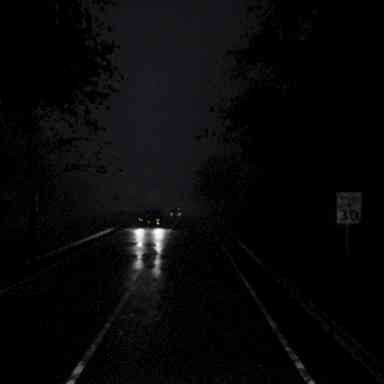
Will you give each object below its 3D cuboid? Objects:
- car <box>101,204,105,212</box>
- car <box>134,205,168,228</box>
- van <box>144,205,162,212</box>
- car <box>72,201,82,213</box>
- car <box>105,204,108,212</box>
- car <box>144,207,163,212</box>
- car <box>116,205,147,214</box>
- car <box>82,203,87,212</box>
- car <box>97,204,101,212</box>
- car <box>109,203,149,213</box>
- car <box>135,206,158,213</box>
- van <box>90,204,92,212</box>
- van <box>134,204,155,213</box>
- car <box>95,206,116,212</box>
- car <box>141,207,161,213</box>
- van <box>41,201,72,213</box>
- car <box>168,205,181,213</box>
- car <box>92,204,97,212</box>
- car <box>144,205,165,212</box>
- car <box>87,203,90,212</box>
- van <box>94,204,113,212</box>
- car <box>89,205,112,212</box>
[{"bbox_3d":[-23.540,3.816,76.782,5.008,1.535,2.097,1,-3,0],"label":"car"},{"bbox_3d":[-3.390,2.188,28.472,1.837,1.490,4.892,1,-1,0],"label":"car"},{"bbox_3d":[-10.366,4.362,87.709,4.442,1.987,1.878,1,-3,0],"label":"van"},{"bbox_3d":[-23.540,2.690,60.200,5.566,2.045,2.435,1,-3,0],"label":"car"},{"bbox_3d":[-23.544,3.965,79.548,4.892,1.521,2.231,1,-3,0],"label":"car"},{"bbox_3d":[-10.520,4.762,90.474,4.792,1.488,2.163,1,-4,0],"label":"car"},{"bbox_3d":[-10.438,2.990,57.209,4.892,1.521,2.231,1,-3,0],"label":"car"},{"bbox_3d":[-23.335,3.082,62.952,5.366,1.575,1.946,1,-3,0],"label":"car"},{"bbox_3d":[-23.534,3.663,73.890,5.008,1.535,2.097,1,-3,0],"label":"car"},{"bbox_3d":[-10.242,2.866,54.443,5.366,1.575,1.946,1,-3,0],"label":"car"},{"bbox_3d":[-10.471,3.995,76.608,5.008,1.535,2.097,1,-3,0],"label":"car"},{"bbox_3d":[-23.644,3.148,68.494,4.442,1.987,1.878,1,-3,0],"label":"van"},{"bbox_3d":[-10.575,3.621,73.847,4.442,1.987,1.878,1,-3,0],"label":"van"},{"bbox_3d":[-23.574,4.552,90.612,5.008,1.535,2.097,1,-3,0],"label":"car"},{"bbox_3d":[-10.484,4.478,84.923,4.674,1.452,2.002,1,-3,0],"label":"car"},{"bbox_3d":[-23.625,2.578,57.309,4.442,1.987,1.878,1,-3,0],"label":"van"},{"bbox_3d":[-3.374,3.553,69.158,2.097,1.767,4.553,1,-3,0],"label":"car"},{"bbox_3d":[-23.502,3.397,71.255,4.553,1.767,2.185,1,-3,0],"label":"car"},{"bbox_3d":[-10.520,4.643,93.238,5.566,2.045,2.435,1,-4,0],"label":"car"},{"bbox_3d":[-23.519,3.229,65.715,4.892,1.521,2.231,1,-3,0],"label":"car"},{"bbox_3d":[-23.444,4.181,87.858,4.442,1.987,1.878,1,-3,0],"label":"van"},{"bbox_3d":[-23.375,4.258,85.082,5.366,1.575,1.946,1,-3,0],"label":"car"}]
